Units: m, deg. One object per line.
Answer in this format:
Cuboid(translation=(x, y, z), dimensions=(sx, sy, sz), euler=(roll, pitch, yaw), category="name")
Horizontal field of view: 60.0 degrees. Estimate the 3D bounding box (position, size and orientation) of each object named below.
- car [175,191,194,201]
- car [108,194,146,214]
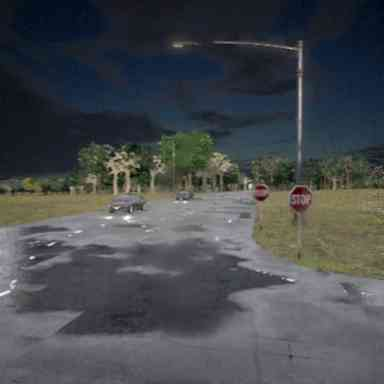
Cuboid(translation=(-0.971, 0.530, 48.209), dimensions=(2.033, 1.411, 5.357), euler=(0, 1, 12), category="car")
Cuboid(translation=(-5.267, 0.959, 27.555), dimensions=(1.837, 1.490, 4.892), euler=(0, 1, 12), category="car")
